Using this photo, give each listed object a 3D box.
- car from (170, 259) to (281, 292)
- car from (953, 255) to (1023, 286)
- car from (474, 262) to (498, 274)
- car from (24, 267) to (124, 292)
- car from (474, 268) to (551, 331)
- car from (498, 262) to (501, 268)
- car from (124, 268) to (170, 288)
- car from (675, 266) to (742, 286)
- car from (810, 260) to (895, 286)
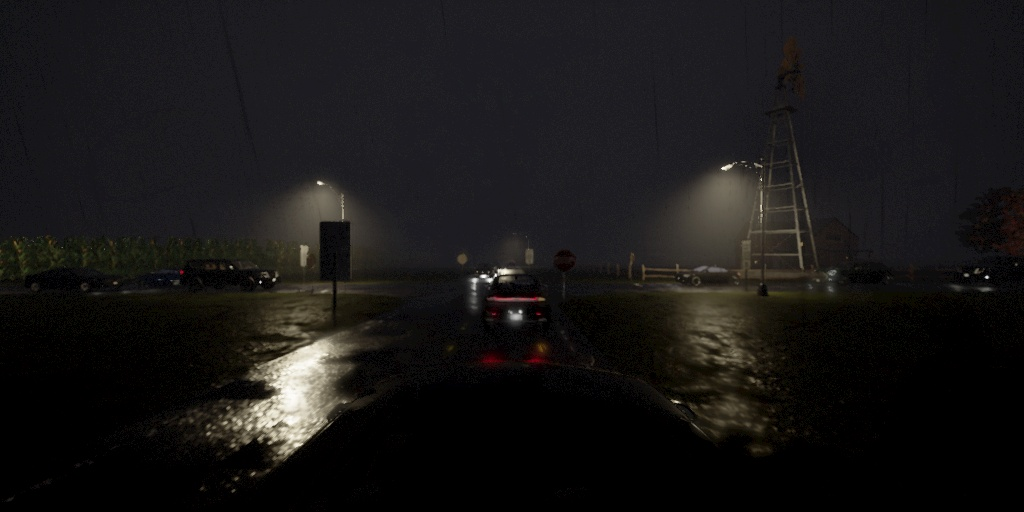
[{"bbox_3d":[-18.127,1.197,23.181,5.566,2.045,2.150,0,0,0],"label":"car"},{"bbox_3d":[34.539,0.982,24.949,5.566,2.045,2.150,0,1,3],"label":"car"},{"bbox_3d":[-2.930,1.501,38.782,1.837,1.490,4.892,0,0,2],"label":"car"},{"bbox_3d":[-28.162,1.490,23.195,5.008,1.535,1.882,0,0,0],"label":"car"},{"bbox_3d":[0.135,1.308,11.215,2.128,1.511,4.902,0,0,1],"label":"car"},{"bbox_3d":[-2.890,1.656,48.562,1.895,1.301,4.718,0,0,0],"label":"car"},{"bbox_3d":[-24.963,1.546,26.156,4.181,1.385,1.994,0,0,0],"label":"car"},{"bbox_3d":[13.950,1.404,25.627,4.181,1.385,1.994,0,0,3],"label":"car"},{"bbox_3d":[23.930,1.156,25.338,4.553,1.767,2.097,0,0,2],"label":"car"}]
